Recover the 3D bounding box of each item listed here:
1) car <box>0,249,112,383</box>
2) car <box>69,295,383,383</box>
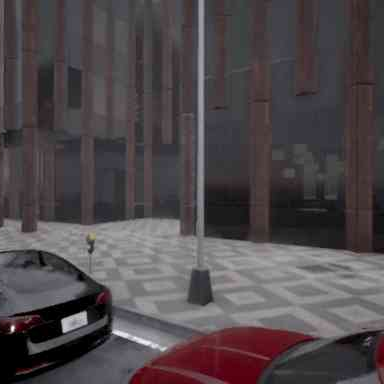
[{"bbox_3d":[-3.081,1.578,5.155,4.313,1.339,1.947,0,0,35],"label":"car"},{"bbox_3d":[1.515,1.544,1.877,4.507,1.381,1.887,0,0,35],"label":"car"}]
